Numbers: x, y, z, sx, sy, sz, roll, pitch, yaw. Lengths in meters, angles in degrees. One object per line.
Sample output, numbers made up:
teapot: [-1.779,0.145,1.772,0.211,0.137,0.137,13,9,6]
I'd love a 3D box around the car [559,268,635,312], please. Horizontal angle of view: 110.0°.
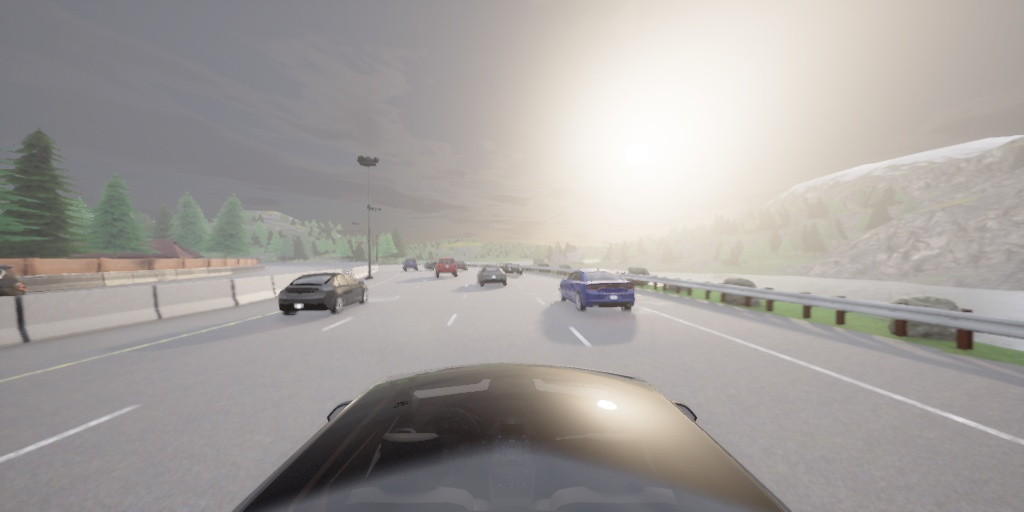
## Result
car: [3.206,1.232,14.395,1.882,1.535,5.008,0,0,-4]

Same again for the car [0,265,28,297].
car: [-17.659,1.257,9.933,2.150,2.045,5.566,-1,-1,-2]

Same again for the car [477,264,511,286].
car: [-1.583,1.434,26.974,1.994,1.385,4.181,-1,0,-9]

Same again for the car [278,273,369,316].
car: [-7.275,1.407,14.332,1.837,1.490,4.892,0,0,-4]

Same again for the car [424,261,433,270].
car: [-14.321,1.695,62.789,1.837,1.490,4.892,0,0,-21]

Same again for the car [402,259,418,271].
car: [-17.835,1.460,62.550,2.150,2.045,5.566,0,0,-22]

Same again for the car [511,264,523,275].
car: [-0.175,1.503,40.239,1.895,1.301,4.718,-1,0,-13]

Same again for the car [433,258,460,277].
car: [-7.423,1.226,40.256,2.150,2.045,5.566,0,0,-14]

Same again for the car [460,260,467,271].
car: [-8.605,1.438,57.086,2.097,1.767,4.553,-1,0,-19]
